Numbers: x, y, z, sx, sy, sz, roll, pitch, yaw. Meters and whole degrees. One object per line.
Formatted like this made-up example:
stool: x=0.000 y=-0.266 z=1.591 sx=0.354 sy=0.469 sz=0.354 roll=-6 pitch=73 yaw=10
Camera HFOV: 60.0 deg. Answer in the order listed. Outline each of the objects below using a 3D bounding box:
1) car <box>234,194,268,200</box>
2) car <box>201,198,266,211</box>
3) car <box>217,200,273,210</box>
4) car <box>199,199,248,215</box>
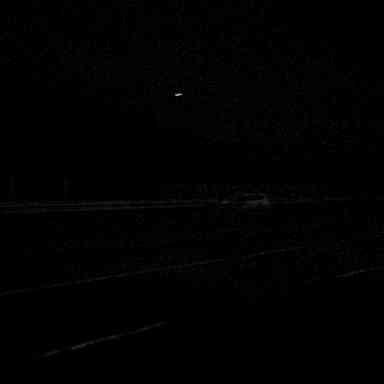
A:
car: x=5.400 y=1.223 z=33.618 sx=5.566 sy=2.045 sz=2.150 roll=0 pitch=0 yaw=-35
car: x=3.529 y=1.490 z=27.996 sx=4.902 sy=1.511 sz=2.128 roll=0 pitch=0 yaw=-35
car: x=4.377 y=1.524 z=24.304 sx=4.674 sy=1.442 sz=1.812 roll=0 pitch=0 yaw=-35
car: x=3.457 y=1.547 z=35.643 sx=5.357 sy=1.411 sz=2.033 roll=0 pitch=0 yaw=-38
